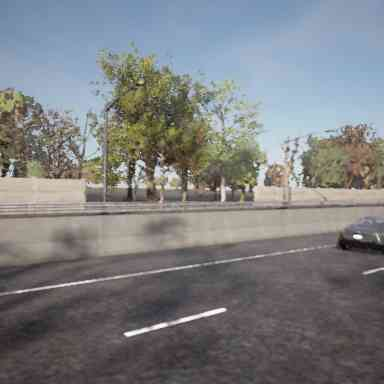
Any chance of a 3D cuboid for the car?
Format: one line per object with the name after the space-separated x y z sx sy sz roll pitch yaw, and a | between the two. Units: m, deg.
7.973 1.701 13.859 4.181 1.385 1.994 1 0 -35 | car
